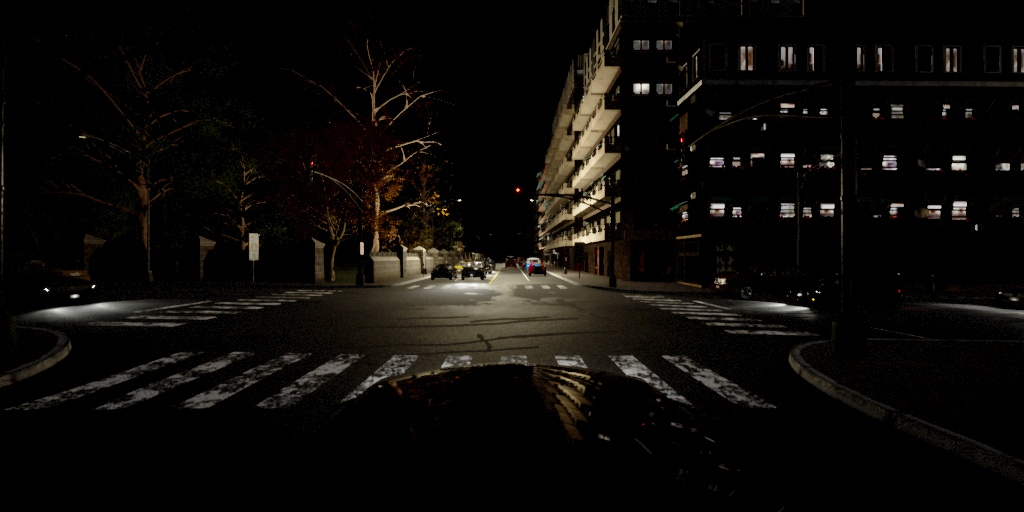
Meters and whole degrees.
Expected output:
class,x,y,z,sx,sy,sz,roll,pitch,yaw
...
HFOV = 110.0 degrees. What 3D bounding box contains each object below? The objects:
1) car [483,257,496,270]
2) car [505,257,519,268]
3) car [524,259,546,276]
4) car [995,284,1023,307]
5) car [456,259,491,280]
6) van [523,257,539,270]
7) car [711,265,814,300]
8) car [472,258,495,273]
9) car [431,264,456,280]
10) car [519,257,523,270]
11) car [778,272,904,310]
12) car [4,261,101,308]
class,x,y,z,sx,sy,sz,roll,pitch,yaw
car,-3.323,1.278,51.763,2.128,1.511,4.902,0,0,0
car,-0.183,1.328,61.739,1.812,1.442,4.674,0,0,0
car,2.527,1.314,36.893,1.888,1.381,4.507,0,0,0
car,25.483,1.774,16.563,4.674,1.442,1.812,1,0,-1
car,-3.230,1.255,31.052,2.128,1.511,4.902,0,0,0
van,2.500,1.115,42.523,1.690,1.789,3.998,0,0,0
car,13.371,1.353,18.973,5.009,1.841,2.192,0,0,-1
car,-3.280,1.278,41.351,1.837,1.490,4.892,0,0,0
car,-5.827,1.330,31.223,1.948,1.339,4.313,0,0,0
car,2.447,1.229,53.783,1.967,1.591,4.097,0,0,0
car,15.113,1.624,16.410,4.181,1.385,1.994,1,0,-1
car,-18.218,0.996,12.733,5.357,1.411,2.033,1,0,-1
